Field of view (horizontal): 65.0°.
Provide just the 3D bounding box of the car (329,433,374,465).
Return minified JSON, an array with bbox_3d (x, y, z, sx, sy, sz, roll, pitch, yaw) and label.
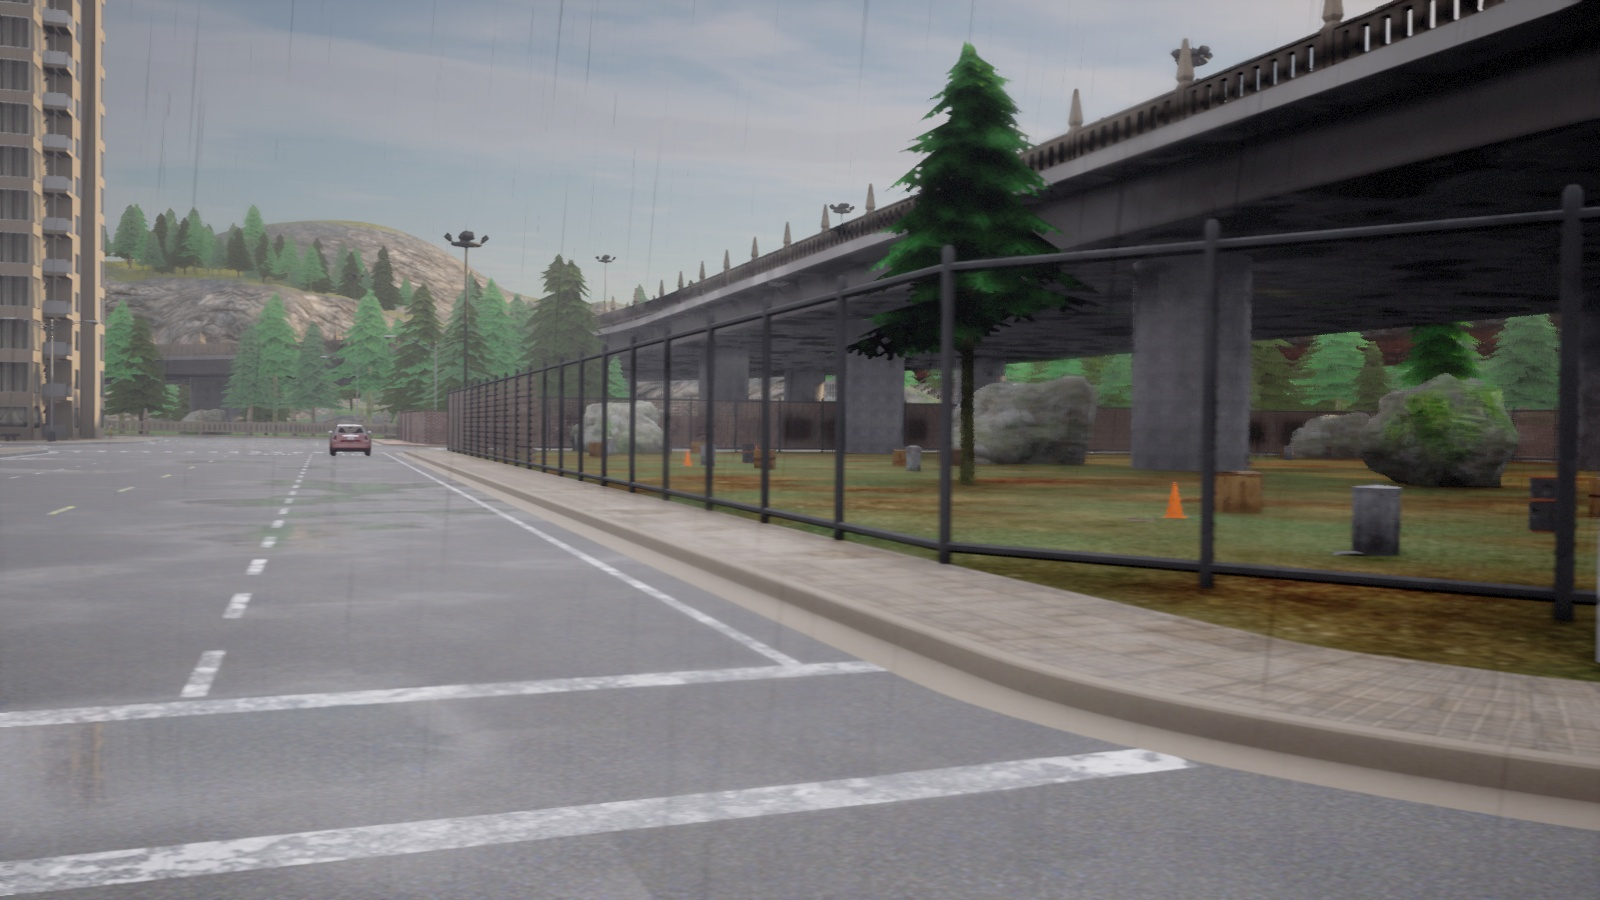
[{"bbox_3d":[-21.758,-0.061,60.805,1.970,1.475,3.806,-1,1,-21],"label":"car"}]
